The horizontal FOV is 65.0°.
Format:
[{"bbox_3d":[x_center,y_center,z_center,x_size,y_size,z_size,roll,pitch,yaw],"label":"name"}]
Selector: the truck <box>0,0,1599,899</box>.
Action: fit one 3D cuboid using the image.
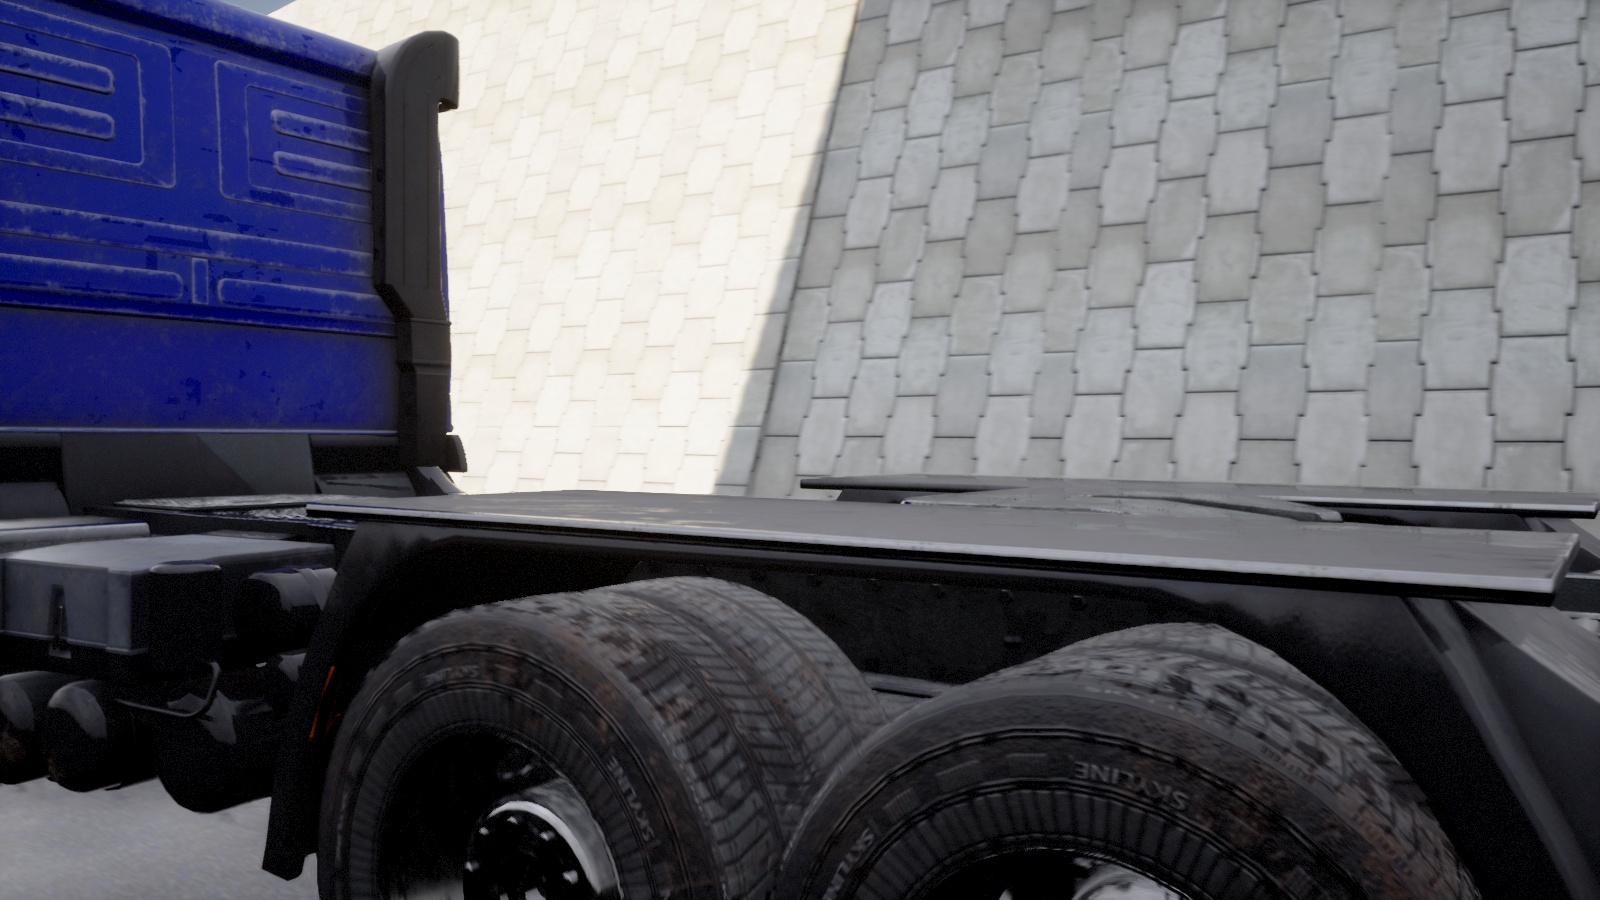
[{"bbox_3d":[-1.089,-0.300,4.328,7.936,3.462,2.891,0,1,34],"label":"truck"}]
